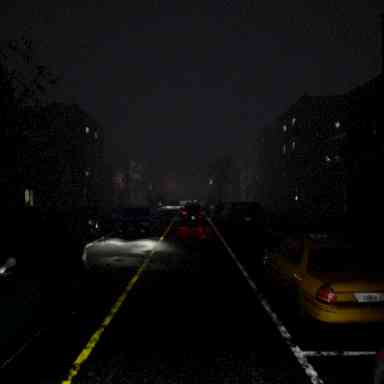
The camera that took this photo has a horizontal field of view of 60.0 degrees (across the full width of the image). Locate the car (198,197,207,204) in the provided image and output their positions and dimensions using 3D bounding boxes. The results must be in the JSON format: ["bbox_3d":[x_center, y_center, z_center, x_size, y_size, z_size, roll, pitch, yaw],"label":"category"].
[{"bbox_3d":[2.275,1.886,74.998,1.812,1.442,4.674,0,0,0],"label":"car"}]

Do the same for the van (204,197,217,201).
[{"bbox_3d":[2.645,1.536,40.431,1.690,1.788,3.998,-1,0,0],"label":"van"}]

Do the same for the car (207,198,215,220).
[{"bbox_3d":[2.657,1.582,29.334,1.967,1.590,4.097,-1,0,0],"label":"car"}]

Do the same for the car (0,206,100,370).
[{"bbox_3d":[-3.103,1.248,4.332,2.150,2.045,5.566,0,-1,0],"label":"car"}]

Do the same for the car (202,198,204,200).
[{"bbox_3d":[2.641,1.767,45.978,1.887,1.381,4.507,-1,0,0],"label":"car"}]

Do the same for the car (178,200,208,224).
[{"bbox_3d":[0.076,1.652,26.002,1.812,1.442,4.674,0,0,0],"label":"car"}]

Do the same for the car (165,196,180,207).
[{"bbox_3d":[-3.109,1.844,57.851,1.994,1.385,4.181,0,0,0],"label":"car"}]

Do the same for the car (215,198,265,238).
[{"bbox_3d":[2.667,1.403,18.238,2.192,1.841,5.009,-1,0,0],"label":"car"}]

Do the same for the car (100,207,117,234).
[{"bbox_3d":[-5.712,1.531,18.226,1.967,1.590,4.097,-1,0,0],"label":"car"}]

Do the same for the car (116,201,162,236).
[{"bbox_3d":[-3.094,1.574,19.352,1.882,1.535,5.008,0,1,0],"label":"car"}]

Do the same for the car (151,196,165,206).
[{"bbox_3d":[-5.745,1.802,51.516,2.008,1.369,4.403,-1,0,0],"label":"car"}]

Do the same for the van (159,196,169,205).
[{"bbox_3d":[-5.764,1.672,68.161,1.690,1.788,3.998,-1,0,0],"label":"van"}]

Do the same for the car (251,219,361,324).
[{"bbox_3d":[2.680,1.561,7.310,1.752,1.417,4.829,-1,0,0],"label":"car"}]

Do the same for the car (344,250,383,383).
[{"bbox_3d":[2.686,1.448,1.592,1.967,1.590,4.097,-1,0,0],"label":"car"}]

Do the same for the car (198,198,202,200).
[{"bbox_3d":[0.055,1.819,45.120,1.895,1.301,4.718,0,0,0],"label":"car"}]

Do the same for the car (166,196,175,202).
[{"bbox_3d":[-5.786,1.876,90.354,1.967,1.590,4.097,-1,0,0],"label":"car"}]
